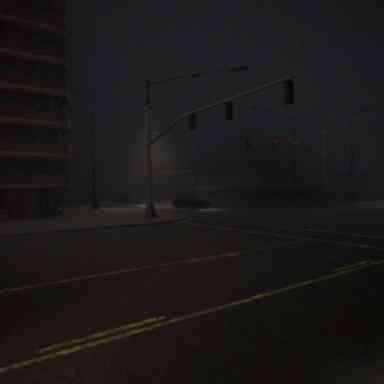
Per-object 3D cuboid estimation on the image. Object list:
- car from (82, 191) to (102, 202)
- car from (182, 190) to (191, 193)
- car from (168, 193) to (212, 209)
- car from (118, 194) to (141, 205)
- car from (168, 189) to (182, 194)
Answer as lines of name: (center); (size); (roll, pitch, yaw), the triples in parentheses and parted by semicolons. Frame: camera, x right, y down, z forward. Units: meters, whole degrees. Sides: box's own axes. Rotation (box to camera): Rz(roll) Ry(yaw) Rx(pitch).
car: (-18.795, 0.824, 62.104); (2.150, 2.045, 5.566); (-2, 1, -36)
car: (0.356, 0.335, 77.352); (3.806, 1.475, 1.970); (-2, 1, -35)
car: (-0.139, 1.121, 36.906); (2.033, 1.411, 5.357); (-2, 1, -37)
car: (-9.354, 1.079, 49.313); (2.128, 1.511, 4.902); (-2, 1, -37)
car: (-3.619, 0.199, 81.571); (4.611, 1.667, 2.242); (-2, 1, -35)
